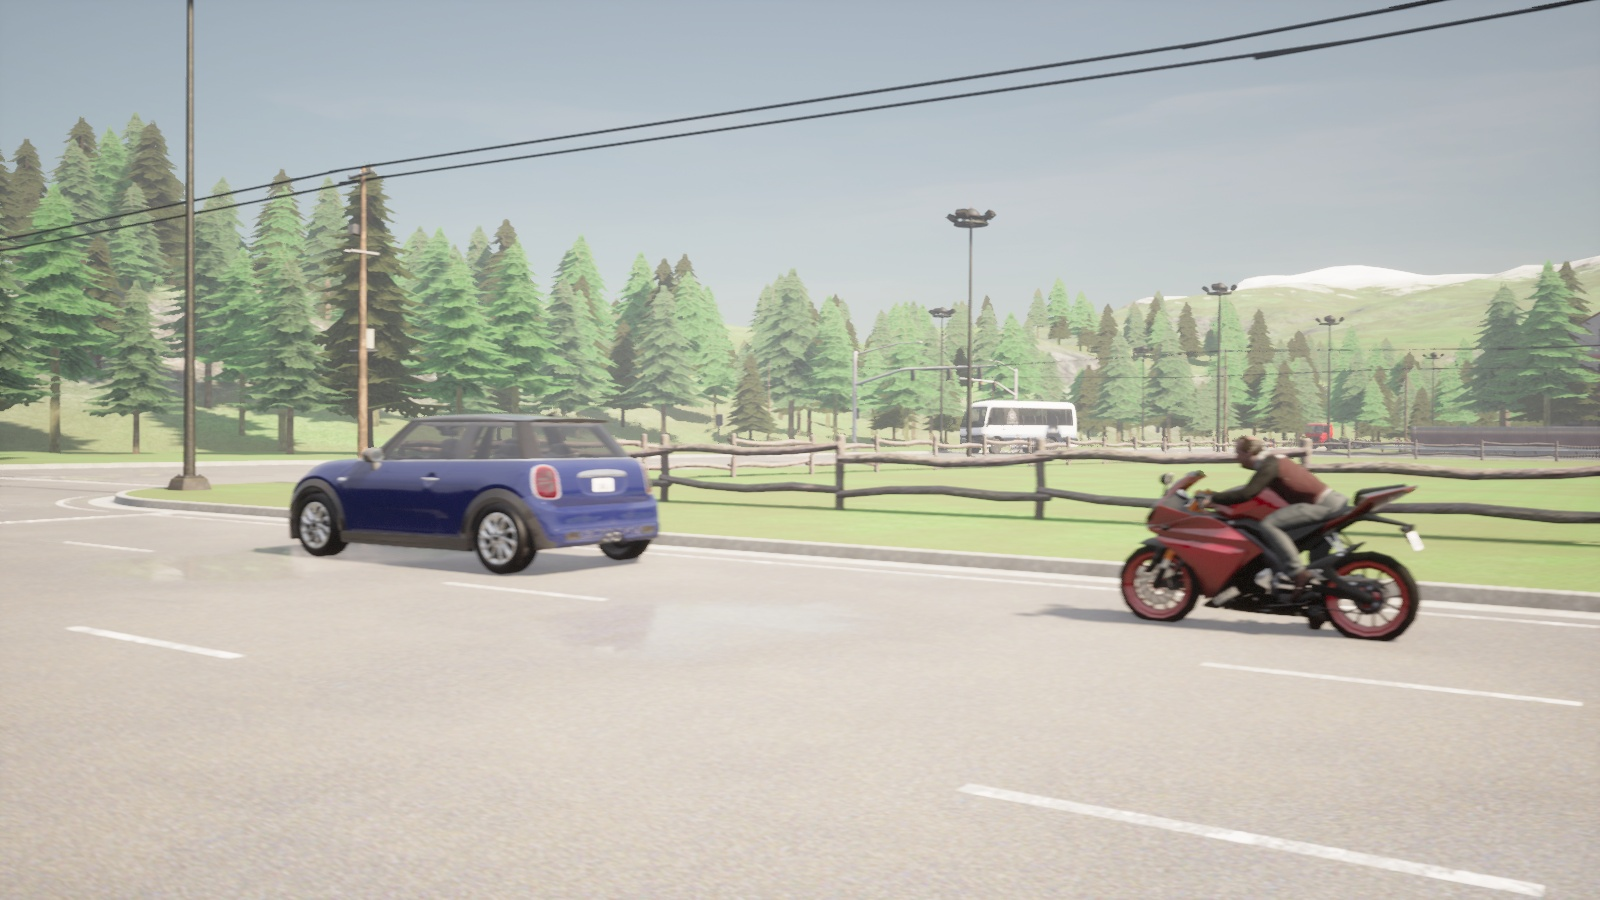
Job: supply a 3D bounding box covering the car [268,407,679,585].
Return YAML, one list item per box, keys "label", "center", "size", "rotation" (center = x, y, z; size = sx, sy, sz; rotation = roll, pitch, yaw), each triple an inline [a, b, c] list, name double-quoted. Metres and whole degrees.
- label: "car"
  center: [-3.852, 0.442, 14.584]
  size: [4.553, 1.767, 2.097]
  rotation: [0, 1, 34]

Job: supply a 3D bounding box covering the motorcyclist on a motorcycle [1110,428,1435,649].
- label: "motorcyclist on a motorcycle"
  center: [3.593, 0.605, 9.640]
  size: [2.191, 1.530, 0.866]
  rotation: [0, 1, 34]
